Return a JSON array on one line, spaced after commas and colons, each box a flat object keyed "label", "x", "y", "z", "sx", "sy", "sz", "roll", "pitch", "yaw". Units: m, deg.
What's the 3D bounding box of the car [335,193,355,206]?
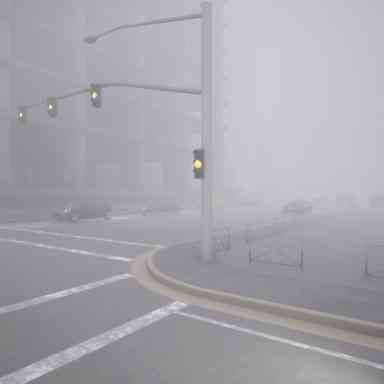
[{"label": "car", "x": 24.594, "y": 1.158, "z": 53.338, "sx": 2.150, "sy": 2.045, "sz": 5.566, "roll": 0, "pitch": -1, "yaw": 35}]

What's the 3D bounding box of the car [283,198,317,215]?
[{"label": "car", "x": 10.843, "y": 1.510, "z": 33.934, "sx": 1.994, "sy": 1.385, "sz": 4.181, "roll": 0, "pitch": 0, "yaw": 35}]

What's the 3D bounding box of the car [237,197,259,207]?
[{"label": "car", "x": 8.264, "y": 1.473, "z": 48.729, "sx": 1.812, "sy": 1.442, "sz": 4.674, "roll": 0, "pitch": 0, "yaw": 36}]

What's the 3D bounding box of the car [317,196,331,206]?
[{"label": "car", "x": 21.864, "y": 1.424, "z": 55.539, "sx": 1.882, "sy": 1.535, "sz": 5.008, "roll": 0, "pitch": 0, "yaw": 35}]

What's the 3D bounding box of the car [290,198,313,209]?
[{"label": "car", "x": 15.293, "y": 1.510, "z": 46.258, "sx": 1.994, "sy": 1.385, "sz": 4.181, "roll": 0, "pitch": 0, "yaw": 35}]

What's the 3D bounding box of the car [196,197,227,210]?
[{"label": "car", "x": 2.401, "y": 1.425, "z": 40.515, "sx": 1.882, "sy": 1.535, "sz": 5.008, "roll": 0, "pitch": 0, "yaw": 36}]

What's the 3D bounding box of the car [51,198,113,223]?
[{"label": "car", "x": -8.318, "y": 1.299, "z": 25.406, "sx": 2.097, "sy": 1.767, "sz": 4.553, "roll": 0, "pitch": 0, "yaw": 36}]

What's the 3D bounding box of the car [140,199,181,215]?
[{"label": "car", "x": -3.052, "y": 1.439, "z": 32.829, "sx": 2.128, "sy": 1.511, "sz": 4.902, "roll": 0, "pitch": 0, "yaw": 35}]
